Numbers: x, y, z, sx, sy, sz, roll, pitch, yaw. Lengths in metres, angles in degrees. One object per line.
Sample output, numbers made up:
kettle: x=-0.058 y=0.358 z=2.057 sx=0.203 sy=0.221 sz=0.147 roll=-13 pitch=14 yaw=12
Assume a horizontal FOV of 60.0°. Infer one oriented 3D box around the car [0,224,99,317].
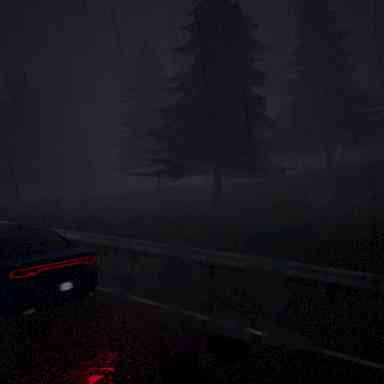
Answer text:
car: x=-4.096 y=1.422 z=7.117 sx=5.008 sy=1.535 sz=1.882 roll=1 pitch=0 yaw=37
